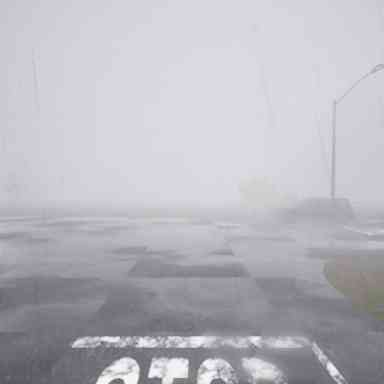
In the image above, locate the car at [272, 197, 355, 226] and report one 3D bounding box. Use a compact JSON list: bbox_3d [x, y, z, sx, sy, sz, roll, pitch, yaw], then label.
[{"bbox_3d":[8.656,1.385,23.852,5.566,2.045,2.150,0,1,0],"label":"car"}]
